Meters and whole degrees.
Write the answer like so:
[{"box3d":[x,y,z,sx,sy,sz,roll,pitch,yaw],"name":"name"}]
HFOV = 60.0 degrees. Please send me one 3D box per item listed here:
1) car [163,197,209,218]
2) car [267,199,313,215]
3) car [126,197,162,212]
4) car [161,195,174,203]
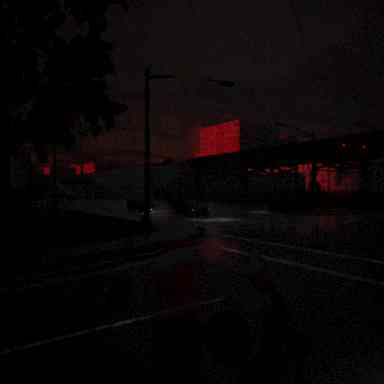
[{"box3d":[-0.382,1.474,30.508,1.882,1.535,5.008,0,0,-34],"name":"car"},{"box3d":[9.976,1.470,34.296,1.882,1.535,5.008,0,0,-34],"name":"car"},{"box3d":[-5.900,1.546,38.794,2.033,1.411,5.357,0,0,-33],"name":"car"},{"box3d":[-4.814,1.348,62.545,2.097,1.767,4.553,0,0,-34],"name":"car"}]
